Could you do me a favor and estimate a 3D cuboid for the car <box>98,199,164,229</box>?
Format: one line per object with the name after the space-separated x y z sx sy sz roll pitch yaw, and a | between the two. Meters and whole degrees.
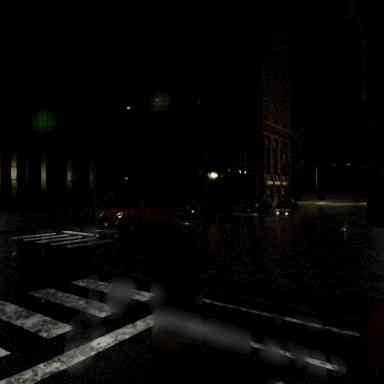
-3.919 1.384 21.972 2.097 1.767 4.553 0 0 35 | car

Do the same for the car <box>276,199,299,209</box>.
13.121 1.632 45.649 1.994 1.385 4.181 0 0 36 | car

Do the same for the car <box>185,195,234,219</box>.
1.686 1.264 29.797 2.150 2.045 5.566 0 0 36 | car

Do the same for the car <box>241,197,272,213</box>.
7.389 1.406 37.714 2.097 1.767 4.553 0 0 36 | car

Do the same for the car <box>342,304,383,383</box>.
3.539 1.220 1.165 5.566 2.045 2.150 0 0 36 | car
